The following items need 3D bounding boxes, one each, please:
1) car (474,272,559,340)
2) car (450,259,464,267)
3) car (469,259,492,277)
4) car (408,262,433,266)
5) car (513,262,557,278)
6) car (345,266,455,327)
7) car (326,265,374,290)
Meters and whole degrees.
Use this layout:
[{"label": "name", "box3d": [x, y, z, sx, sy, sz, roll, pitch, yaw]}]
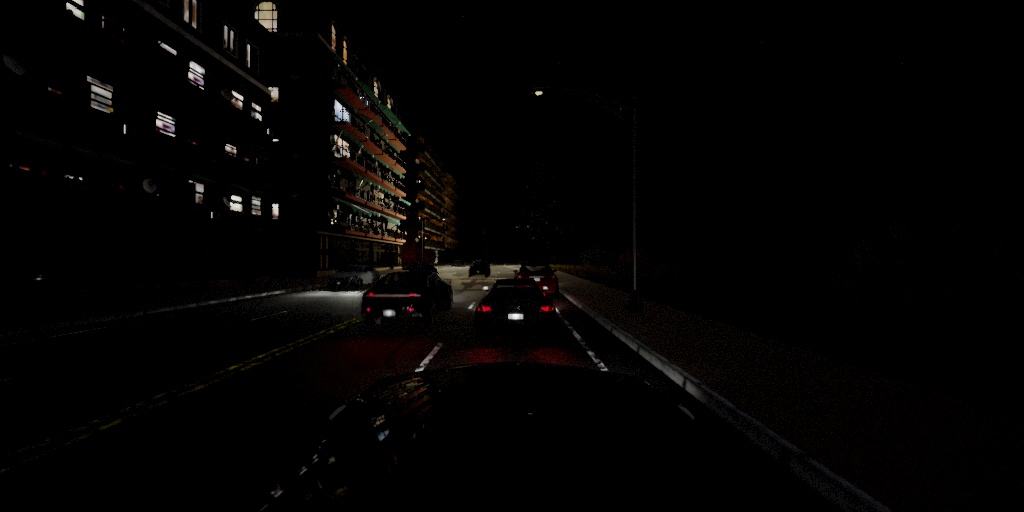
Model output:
[{"label": "car", "box3d": [0.097, 1.315, 9.983, 1.994, 1.385, 4.181, 0, 0, 0]}, {"label": "car", "box3d": [-9.773, 1.313, 64.474, 1.994, 1.385, 4.181, 0, 0, 1]}, {"label": "car", "box3d": [-3.135, 1.244, 35.532, 2.128, 1.511, 4.902, 0, 0, 0]}, {"label": "car", "box3d": [-6.591, 1.230, 25.564, 1.882, 1.535, 5.008, 0, 0, 0]}, {"label": "car", "box3d": [1.144, 1.103, 18.563, 2.097, 1.767, 4.553, 0, 0, 0]}, {"label": "car", "box3d": [-3.148, 1.242, 11.612, 2.128, 1.511, 4.902, 0, 0, 0]}, {"label": "car", "box3d": [-9.843, 1.278, 22.686, 1.812, 1.442, 4.674, 0, 0, 0]}]
